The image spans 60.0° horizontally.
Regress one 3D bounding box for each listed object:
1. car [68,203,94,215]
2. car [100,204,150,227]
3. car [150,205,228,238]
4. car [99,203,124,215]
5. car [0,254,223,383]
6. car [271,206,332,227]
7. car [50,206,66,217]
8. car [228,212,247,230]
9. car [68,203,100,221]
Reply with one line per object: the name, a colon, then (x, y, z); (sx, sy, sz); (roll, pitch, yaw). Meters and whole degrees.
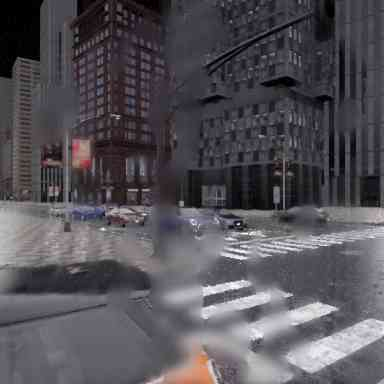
car: (-15.548, 2.353, 46.507); (2.128, 1.511, 4.902); (0, -1, -35)
car: (-5.491, 1.976, 26.839); (1.812, 1.442, 4.674); (0, -1, -36)
car: (-0.340, 1.636, 19.625); (2.097, 1.767, 4.553); (0, -1, -35)
car: (-11.291, 2.332, 46.398); (1.812, 1.442, 4.674); (0, -1, -36)
car: (-1.972, 1.350, 1.716); (4.553, 1.767, 2.097); (0, 0, -33)
car: (8.127, 1.783, 24.929); (1.812, 1.442, 4.674); (0, -1, -36)
car: (-16.656, 2.417, 42.448); (1.895, 1.301, 4.718); (0, -1, -35)
car: (1.734, 1.861, 22.344); (1.994, 1.385, 4.181); (0, -1, -36)
car: (-10.886, 2.103, 34.357); (1.882, 1.535, 5.008); (0, -1, -36)
